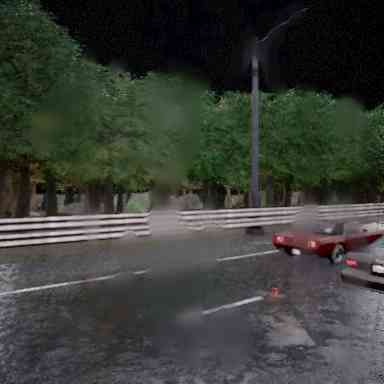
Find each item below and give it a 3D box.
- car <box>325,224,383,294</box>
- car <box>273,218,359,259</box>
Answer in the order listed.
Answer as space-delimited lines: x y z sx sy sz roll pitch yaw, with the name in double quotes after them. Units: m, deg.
5.712 1.542 7.891 5.357 1.411 2.033 0 0 -35 "car"
5.114 1.589 11.745 4.718 1.301 1.895 0 1 -35 "car"
